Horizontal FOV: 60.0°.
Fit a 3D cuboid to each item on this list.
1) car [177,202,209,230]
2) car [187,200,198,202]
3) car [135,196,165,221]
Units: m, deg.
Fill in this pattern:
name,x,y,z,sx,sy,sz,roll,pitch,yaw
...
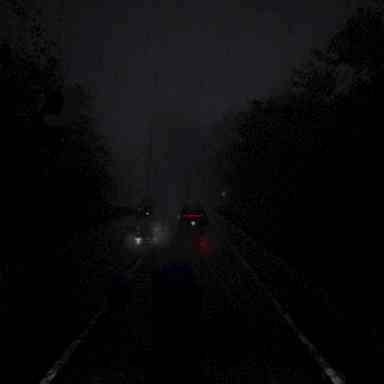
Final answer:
name,x,y,z,sx,sy,sz,roll,pitch,yaw
car,0.070,1.640,21.999,2.128,1.511,4.902,0,0,0
car,0.043,1.749,41.260,1.882,1.535,5.008,0,0,0
car,-3.639,1.420,29.938,2.150,2.045,5.566,0,0,0
